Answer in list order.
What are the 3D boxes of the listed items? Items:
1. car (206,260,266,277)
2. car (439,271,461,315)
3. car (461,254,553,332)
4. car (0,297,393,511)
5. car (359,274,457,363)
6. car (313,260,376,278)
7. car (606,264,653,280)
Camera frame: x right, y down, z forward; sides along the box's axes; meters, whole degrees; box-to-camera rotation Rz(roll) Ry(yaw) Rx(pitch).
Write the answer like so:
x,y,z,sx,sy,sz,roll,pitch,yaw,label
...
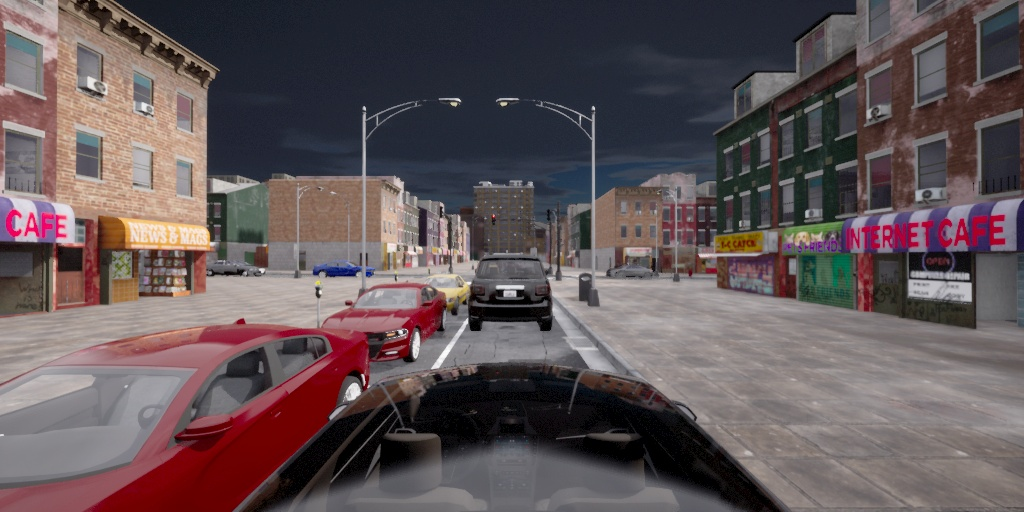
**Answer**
x,y,z,sx,sy,sz,roll,pitch,yaw,label
-23.854,1.098,30.768,4.902,1.511,2.128,0,0,0,car
-2.625,1.281,13.533,1.751,1.417,4.829,0,0,0,car
-0.019,0.975,11.027,2.150,2.045,5.566,0,0,1,car
-2.636,1.295,2.716,1.888,1.381,4.507,0,0,0,car
-2.630,1.297,8.210,1.888,1.381,4.507,0,0,0,car
-14.355,1.152,30.803,5.008,1.535,1.882,0,0,-1,car
11.062,1.481,33.862,4.181,1.385,1.994,0,0,-1,car
